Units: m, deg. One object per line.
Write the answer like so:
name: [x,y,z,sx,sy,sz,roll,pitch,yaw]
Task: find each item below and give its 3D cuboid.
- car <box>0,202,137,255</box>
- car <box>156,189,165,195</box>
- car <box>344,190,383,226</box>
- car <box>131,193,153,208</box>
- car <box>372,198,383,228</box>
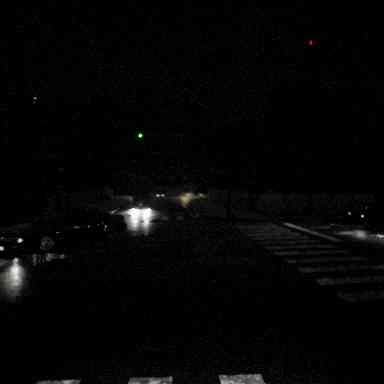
car: [-4.679,1.311,12.675,2.033,1.411,5.357,1,2,27]
car: [-7.423,-0.092,78.948,1.994,1.385,4.181,0,1,1]
car: [11.388,0.802,18.271,5.566,2.045,2.150,0,1,-1]
car: [-5.058,0.852,33.956,2.128,1.511,4.902,0,2,-5]
car: [11.082,1.150,15.014,4.674,1.442,1.812,0,1,-1]
